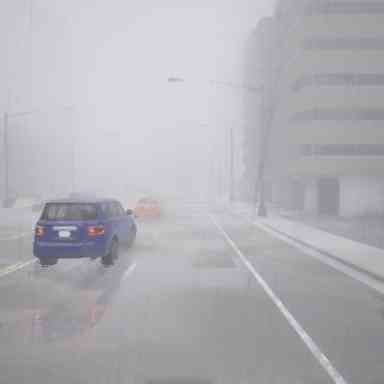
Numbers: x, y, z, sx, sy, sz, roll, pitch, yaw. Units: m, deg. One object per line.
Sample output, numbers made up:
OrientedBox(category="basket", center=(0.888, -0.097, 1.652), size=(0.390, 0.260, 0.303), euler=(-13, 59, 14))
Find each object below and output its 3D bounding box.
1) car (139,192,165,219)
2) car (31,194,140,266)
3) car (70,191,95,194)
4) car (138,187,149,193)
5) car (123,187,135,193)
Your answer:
OrientedBox(category="car", center=(-3.471, 1.193, 27.710), size=(2.097, 1.767, 4.553), euler=(0, 1, 0))
OrientedBox(category="car", center=(-3.431, 1.219, 11.637), size=(2.150, 2.045, 5.566), euler=(0, 0, 0))
OrientedBox(category="car", center=(-10.671, 0.980, 31.792), size=(2.150, 2.045, 5.566), euler=(0, 1, 0))
OrientedBox(category="car", center=(-10.673, -0.350, 73.740), size=(2.033, 1.411, 5.357), euler=(0, 2, 0))
OrientedBox(category="car", center=(-14.176, -0.530, 74.756), size=(1.994, 1.385, 4.181), euler=(0, 2, 0))
